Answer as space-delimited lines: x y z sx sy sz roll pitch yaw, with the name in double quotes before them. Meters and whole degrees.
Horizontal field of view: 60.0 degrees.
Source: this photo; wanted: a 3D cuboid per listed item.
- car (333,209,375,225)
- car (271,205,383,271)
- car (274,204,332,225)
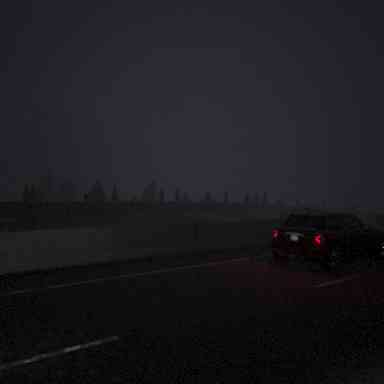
"car" 19.053 2.940 39.076 5.357 1.411 2.033 7 -4 -35
"car" 4.902 1.474 11.544 4.553 1.767 2.097 1 0 -36
"car" 9.322 1.861 27.841 4.902 1.511 2.128 3 -2 -35
